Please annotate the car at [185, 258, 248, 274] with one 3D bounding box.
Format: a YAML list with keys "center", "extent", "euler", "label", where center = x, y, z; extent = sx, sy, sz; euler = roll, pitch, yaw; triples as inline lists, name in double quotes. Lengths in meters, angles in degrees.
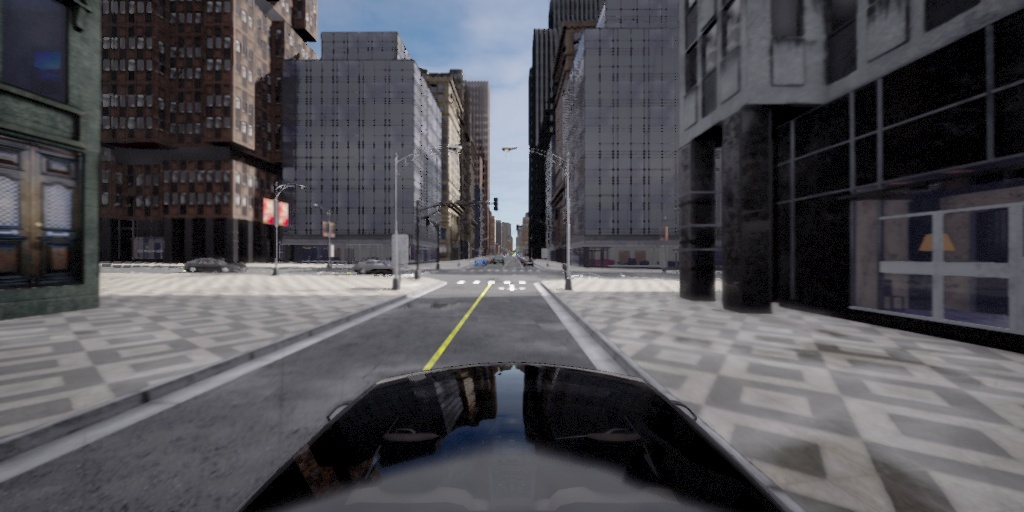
- center: [-26.482, 0.928, 32.222]
  extent: [4.892, 1.490, 1.837]
  euler: [2, 0, 0]
  label: "car"

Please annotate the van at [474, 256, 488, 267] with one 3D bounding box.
- center: [-5.633, 0.965, 62.648]
  extent: [1.690, 1.789, 3.998]
  euler: [0, 0, 0]
  label: "van"

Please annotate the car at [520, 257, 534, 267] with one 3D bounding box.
- center: [2.892, 1.189, 62.592]
  extent: [1.948, 1.339, 4.313]
  euler: [0, 0, 0]
  label: "car"

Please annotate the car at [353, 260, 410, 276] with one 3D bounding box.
- center: [-11.646, 1.096, 32.134]
  extent: [4.902, 1.511, 2.128]
  euler: [2, 0, 0]
  label: "car"
